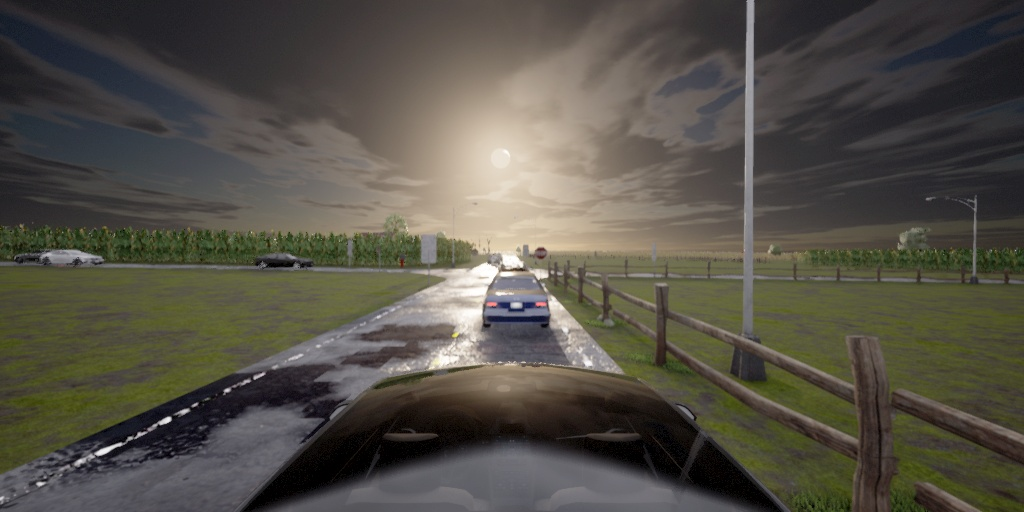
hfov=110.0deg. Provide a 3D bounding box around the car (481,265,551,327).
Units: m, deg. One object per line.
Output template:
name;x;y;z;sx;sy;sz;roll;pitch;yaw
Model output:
car;0.099;1.184;11.000;2.033;1.411;5.357;0;1;0

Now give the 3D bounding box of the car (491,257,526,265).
car;0.069;1.007;20.835;2.128;1.511;4.902;0;1;-1

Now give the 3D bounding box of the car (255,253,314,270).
car;-21.258;0.469;33.629;5.008;1.535;1.882;1;0;0

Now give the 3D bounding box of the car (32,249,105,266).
car;-41.182;0.167;33.584;4.674;1.442;1.812;1;0;0

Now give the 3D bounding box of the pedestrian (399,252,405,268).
pedestrian;-12.173;0.420;39.632;0.375;1.860;0.375;0;-1;0

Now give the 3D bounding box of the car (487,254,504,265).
car;-2.828;0.566;56.741;2.128;1.511;4.902;0;1;0

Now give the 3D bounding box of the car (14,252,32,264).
car;-47.374;0.050;36.440;4.674;1.442;1.812;1;0;0
